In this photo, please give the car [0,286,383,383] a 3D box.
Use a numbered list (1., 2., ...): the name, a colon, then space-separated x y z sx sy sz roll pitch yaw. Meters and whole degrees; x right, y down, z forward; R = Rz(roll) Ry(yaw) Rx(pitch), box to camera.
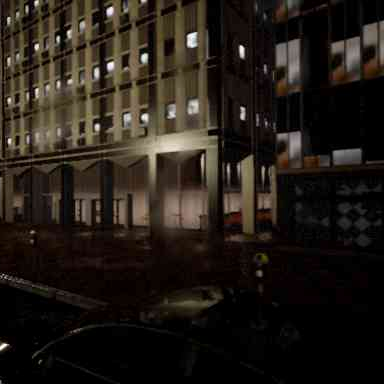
1. car: -0.149 1.584 2.982 4.313 1.339 1.947 -1 -1 35
